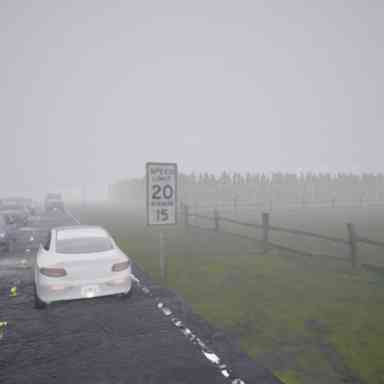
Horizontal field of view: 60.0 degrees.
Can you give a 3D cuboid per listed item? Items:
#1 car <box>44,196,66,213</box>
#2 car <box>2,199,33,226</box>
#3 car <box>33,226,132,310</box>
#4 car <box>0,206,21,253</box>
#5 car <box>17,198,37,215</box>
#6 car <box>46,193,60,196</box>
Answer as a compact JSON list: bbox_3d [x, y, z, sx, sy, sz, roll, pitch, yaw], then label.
[{"bbox_3d":[-14.990,1.495,36.425,1.837,1.490,4.892,0,0,-23],"label":"car"},{"bbox_3d":[-12.323,1.499,22.978,1.837,1.490,4.892,0,0,-23],"label":"car"},{"bbox_3d":[-2.683,1.525,7.890,1.812,1.442,4.674,0,0,-23],"label":"car"},{"bbox_3d":[-8.130,1.523,13.299,1.812,1.442,4.674,0,0,-23],"label":"car"},{"bbox_3d":[-16.455,1.343,32.600,2.097,1.767,4.553,0,0,-23],"label":"car"},{"bbox_3d":[-19.007,1.208,45.555,2.150,2.045,5.566,0,0,-23],"label":"car"}]
